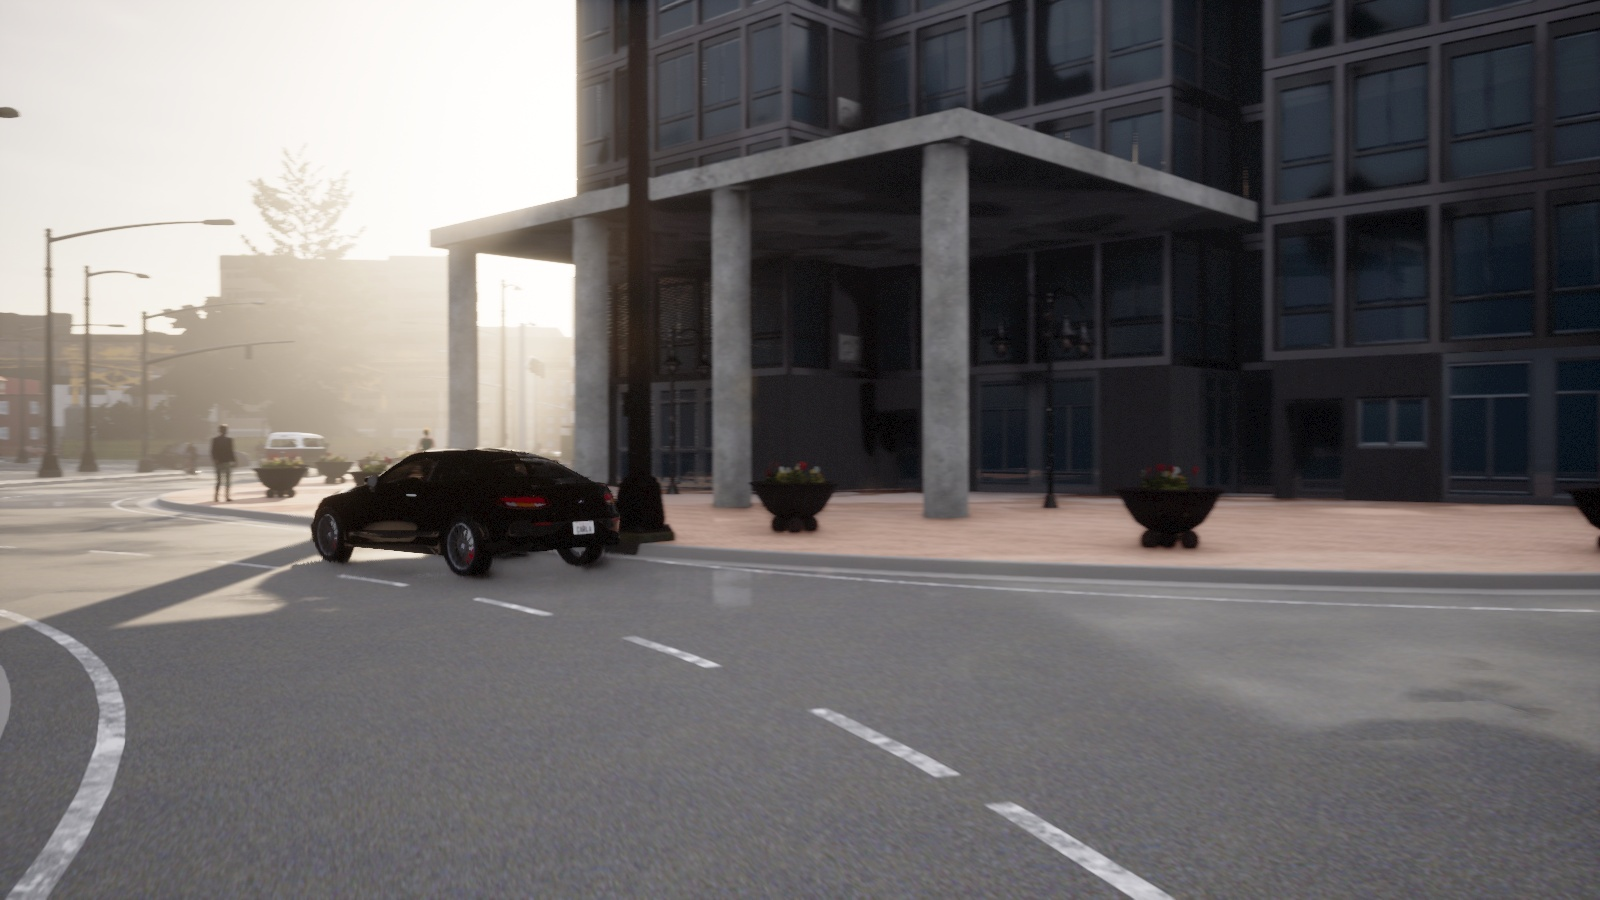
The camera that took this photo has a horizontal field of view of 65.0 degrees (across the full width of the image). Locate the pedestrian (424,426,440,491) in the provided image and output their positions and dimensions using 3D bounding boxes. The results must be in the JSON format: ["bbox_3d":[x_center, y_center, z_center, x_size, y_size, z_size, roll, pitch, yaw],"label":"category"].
[{"bbox_3d":[-10.424,0.238,35.560,0.345,1.836,0.594,0,0,-8],"label":"pedestrian"}]

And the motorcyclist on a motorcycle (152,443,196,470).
[{"bbox_3d":[-35.337,0.380,70.927,2.044,1.523,0.797,0,0,-6],"label":"motorcyclist on a motorcycle"}]

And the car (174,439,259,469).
[{"bbox_3d":[-35.091,0.229,75.624,4.553,1.767,2.097,0,0,-22],"label":"car"}]

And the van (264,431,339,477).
[{"bbox_3d":[-22.893,0.177,57.808,2.069,2.038,4.480,0,0,-6],"label":"van"}]

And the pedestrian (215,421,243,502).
[{"bbox_3d":[-13.093,0.252,28.789,0.431,1.840,0.703,0,0,-39],"label":"pedestrian"}]

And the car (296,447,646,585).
[{"bbox_3d":[-4.155,0.691,15.436,4.674,1.442,1.812,0,0,40],"label":"car"}]
